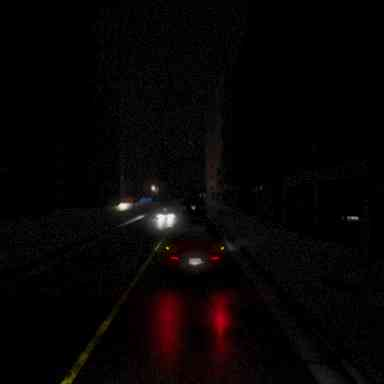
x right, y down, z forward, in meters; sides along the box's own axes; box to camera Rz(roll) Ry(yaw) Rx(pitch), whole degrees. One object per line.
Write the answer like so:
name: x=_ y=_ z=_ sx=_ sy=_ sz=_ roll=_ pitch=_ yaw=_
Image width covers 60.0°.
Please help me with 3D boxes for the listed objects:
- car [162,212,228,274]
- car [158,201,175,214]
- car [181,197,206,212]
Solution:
car: x=0.091 y=1.609 z=10.774 sx=1.812 sy=1.442 sz=4.674 roll=0 pitch=0 yaw=0
car: x=-3.028 y=1.834 z=39.991 sx=2.128 sy=1.511 sz=4.902 roll=0 pitch=-1 yaw=0
car: x=0.145 y=1.470 z=30.712 sx=2.150 sy=2.045 sz=5.566 roll=0 pitch=0 yaw=0
